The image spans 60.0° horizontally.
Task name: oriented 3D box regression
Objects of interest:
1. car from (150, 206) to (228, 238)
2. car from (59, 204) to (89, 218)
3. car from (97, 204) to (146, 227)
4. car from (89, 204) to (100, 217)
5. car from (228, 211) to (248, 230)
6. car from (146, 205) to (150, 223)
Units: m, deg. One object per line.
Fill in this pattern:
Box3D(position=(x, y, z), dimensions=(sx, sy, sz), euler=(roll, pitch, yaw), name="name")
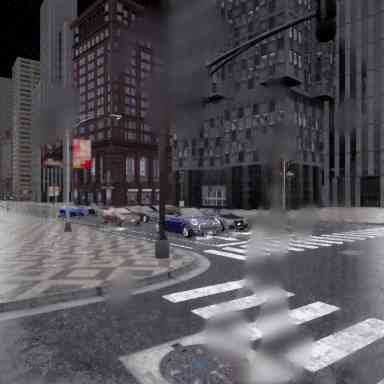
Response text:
Box3D(position=(-0.306, 1.636, 19.650), dimensions=(2.097, 1.767, 4.553), euler=(0, -1, -35), name="car")
Box3D(position=(-14.180, 2.213, 39.029), dimensions=(1.882, 1.535, 5.008), euler=(0, -1, -35), name="car")
Box3D(position=(-5.914, 1.990, 27.497), dimensions=(1.812, 1.442, 4.674), euler=(0, -1, -36), name="car")
Box3D(position=(-11.505, 2.221, 40.871), dimensions=(2.128, 1.511, 4.902), euler=(0, -1, -36), name="car")
Box3D(position=(1.767, 1.861, 22.370), dimensions=(1.994, 1.385, 4.181), euler=(0, -1, -36), name="car")
Box3D(position=(-4.251, 1.996, 30.752), dimensions=(1.837, 1.490, 4.892), euler=(0, -1, -36), name="car")
